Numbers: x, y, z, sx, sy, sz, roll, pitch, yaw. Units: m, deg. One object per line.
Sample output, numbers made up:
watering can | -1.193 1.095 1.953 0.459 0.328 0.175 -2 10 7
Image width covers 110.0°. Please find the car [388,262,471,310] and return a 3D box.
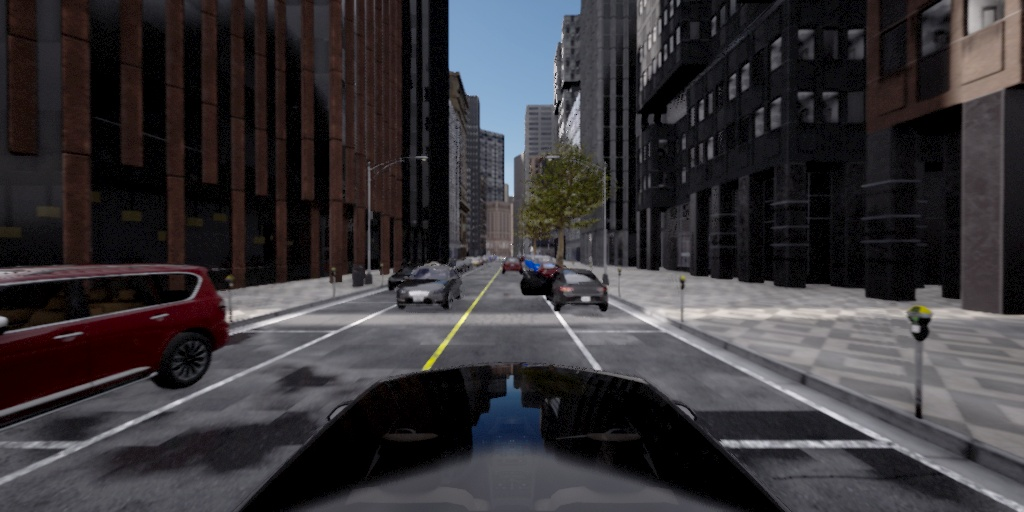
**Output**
car | -3.100 1.154 14.326 2.128 1.511 4.902 0 0 0

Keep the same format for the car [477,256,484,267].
car | -5.764 0.925 54.432 1.751 1.417 4.829 0 0 0

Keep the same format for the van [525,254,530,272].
van | 2.761 0.812 43.371 1.690 1.789 3.998 0 0 0

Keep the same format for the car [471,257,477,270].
car | -5.764 1.037 43.364 1.948 1.339 4.313 0 0 0

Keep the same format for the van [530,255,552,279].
van | 2.762 0.885 32.135 1.690 1.789 3.998 0 0 0

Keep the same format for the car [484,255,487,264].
car | -5.764 0.804 60.220 1.967 1.591 4.097 0 0 0

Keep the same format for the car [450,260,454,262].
car | -5.763 1.107 26.338 1.751 1.417 4.829 0 0 0

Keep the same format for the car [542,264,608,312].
car | 2.352 1.193 13.711 1.812 1.442 4.674 0 0 0

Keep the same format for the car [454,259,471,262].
car | -5.764 1.073 37.746 1.948 1.339 4.313 0 0 0

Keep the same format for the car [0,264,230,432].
car | -5.763 1.048 4.034 2.192 1.841 5.009 0 0 0

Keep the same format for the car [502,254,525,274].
car | 0.043 0.860 37.531 2.097 1.767 4.553 0 0 0

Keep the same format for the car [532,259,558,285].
car | 2.762 1.126 26.517 1.888 1.381 4.507 0 0 0
